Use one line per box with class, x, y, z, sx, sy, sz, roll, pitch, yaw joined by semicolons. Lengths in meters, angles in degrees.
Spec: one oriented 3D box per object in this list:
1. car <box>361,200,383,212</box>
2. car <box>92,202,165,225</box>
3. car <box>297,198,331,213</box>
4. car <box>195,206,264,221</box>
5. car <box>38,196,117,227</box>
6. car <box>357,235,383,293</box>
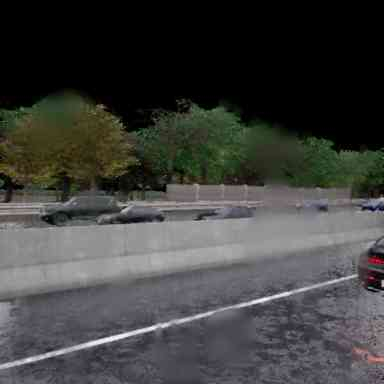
car;23.449;1.720;42.172;5.008;1.535;1.882;0;0;-35
car;-4.034;1.621;22.605;4.674;1.442;1.812;0;0;-35
car;14.737;1.575;40.274;4.553;1.767;2.097;0;0;-35
car;2.753;1.685;23.147;5.357;1.411;2.033;0;0;-35
car;-7.952;1.300;23.944;5.566;2.045;2.150;1;-1;-37
car;5.848;1.597;7.915;4.892;1.490;1.837;1;0;-35
